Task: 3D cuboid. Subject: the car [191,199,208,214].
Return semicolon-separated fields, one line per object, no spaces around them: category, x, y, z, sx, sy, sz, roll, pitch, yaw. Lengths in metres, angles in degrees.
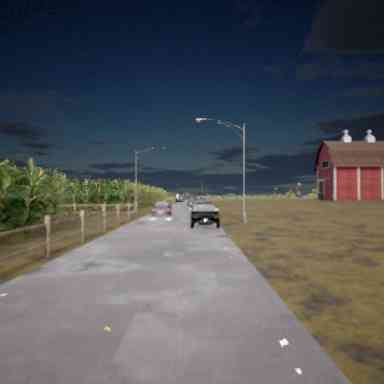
car;0.822;1.608;38.468;1.837;1.490;4.892;0;0;0

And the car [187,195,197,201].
car;0.821;1.432;32.436;2.097;1.767;4.553;0;0;0

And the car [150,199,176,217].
car;-2.848;1.606;32.166;1.812;1.442;4.674;0;0;0

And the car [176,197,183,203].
car;-2.756;1.825;72.687;1.895;1.301;4.718;0;-1;0

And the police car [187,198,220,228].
police car;0.823;1.473;22.574;1.930;1.638;5.238;0;0;0
